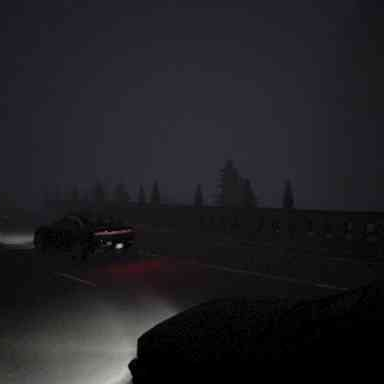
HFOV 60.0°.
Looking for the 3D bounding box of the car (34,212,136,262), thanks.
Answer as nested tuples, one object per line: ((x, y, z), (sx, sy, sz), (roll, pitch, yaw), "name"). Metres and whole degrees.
((-4.085, 1.499, 12.235), (4.902, 1.511, 2.128), (0, 0, 43), "car")

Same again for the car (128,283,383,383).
((1.928, 1.558, 2.658), (5.357, 1.411, 2.033), (0, 0, 36), "car")
